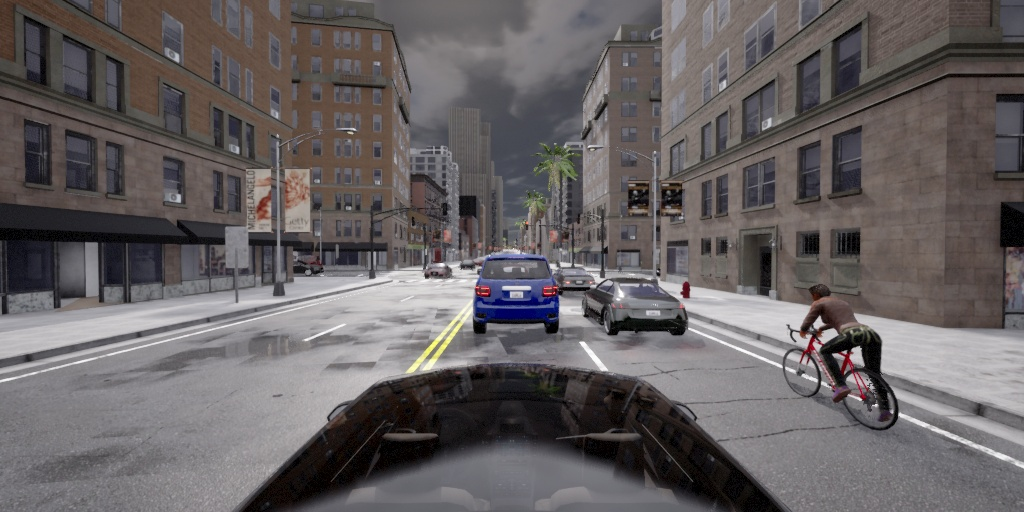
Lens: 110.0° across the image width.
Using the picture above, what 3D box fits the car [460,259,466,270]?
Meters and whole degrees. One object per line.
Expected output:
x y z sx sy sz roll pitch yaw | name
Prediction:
-6.654 1.224 54.086 1.882 1.535 5.008 0 0 0 | car

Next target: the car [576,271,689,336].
3.324 1.313 10.456 1.994 1.385 4.181 0 0 0 | car

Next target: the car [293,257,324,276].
-20.908 1.125 34.655 4.892 1.490 1.837 1 1 -9 | car

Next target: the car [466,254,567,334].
0.091 0.970 10.790 2.150 2.045 5.566 0 0 0 | car

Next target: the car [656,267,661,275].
16.169 1.514 34.589 4.313 1.339 1.948 0 0 0 | car

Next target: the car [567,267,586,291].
3.229 1.295 19.689 2.033 1.411 5.357 0 0 0 | car

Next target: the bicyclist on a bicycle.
4.140 1.202 4.663 0.582 1.620 1.656 0 0 0 | bicyclist on a bicycle

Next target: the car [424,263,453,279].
-6.627 1.336 32.644 1.994 1.385 4.181 0 0 0 | car

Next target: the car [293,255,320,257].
-23.940 0.837 40.037 5.009 1.841 2.192 0 0 -9 | car

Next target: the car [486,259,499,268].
-3.398 1.292 62.833 2.033 1.411 5.357 0 0 0 | car

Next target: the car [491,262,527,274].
-0.407 1.338 42.128 1.895 1.301 4.718 1 0 -35 | car
